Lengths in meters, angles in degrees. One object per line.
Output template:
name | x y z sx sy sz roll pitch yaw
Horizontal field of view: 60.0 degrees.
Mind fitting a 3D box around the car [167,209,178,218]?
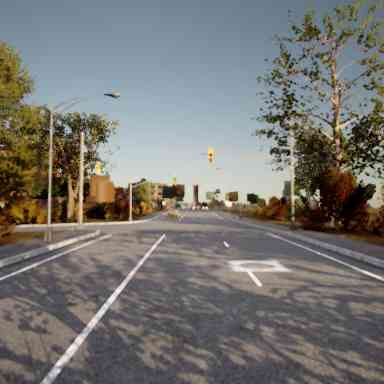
car | -3.601 3.920 62.299 1.882 1.535 5.008 0 -2 0
